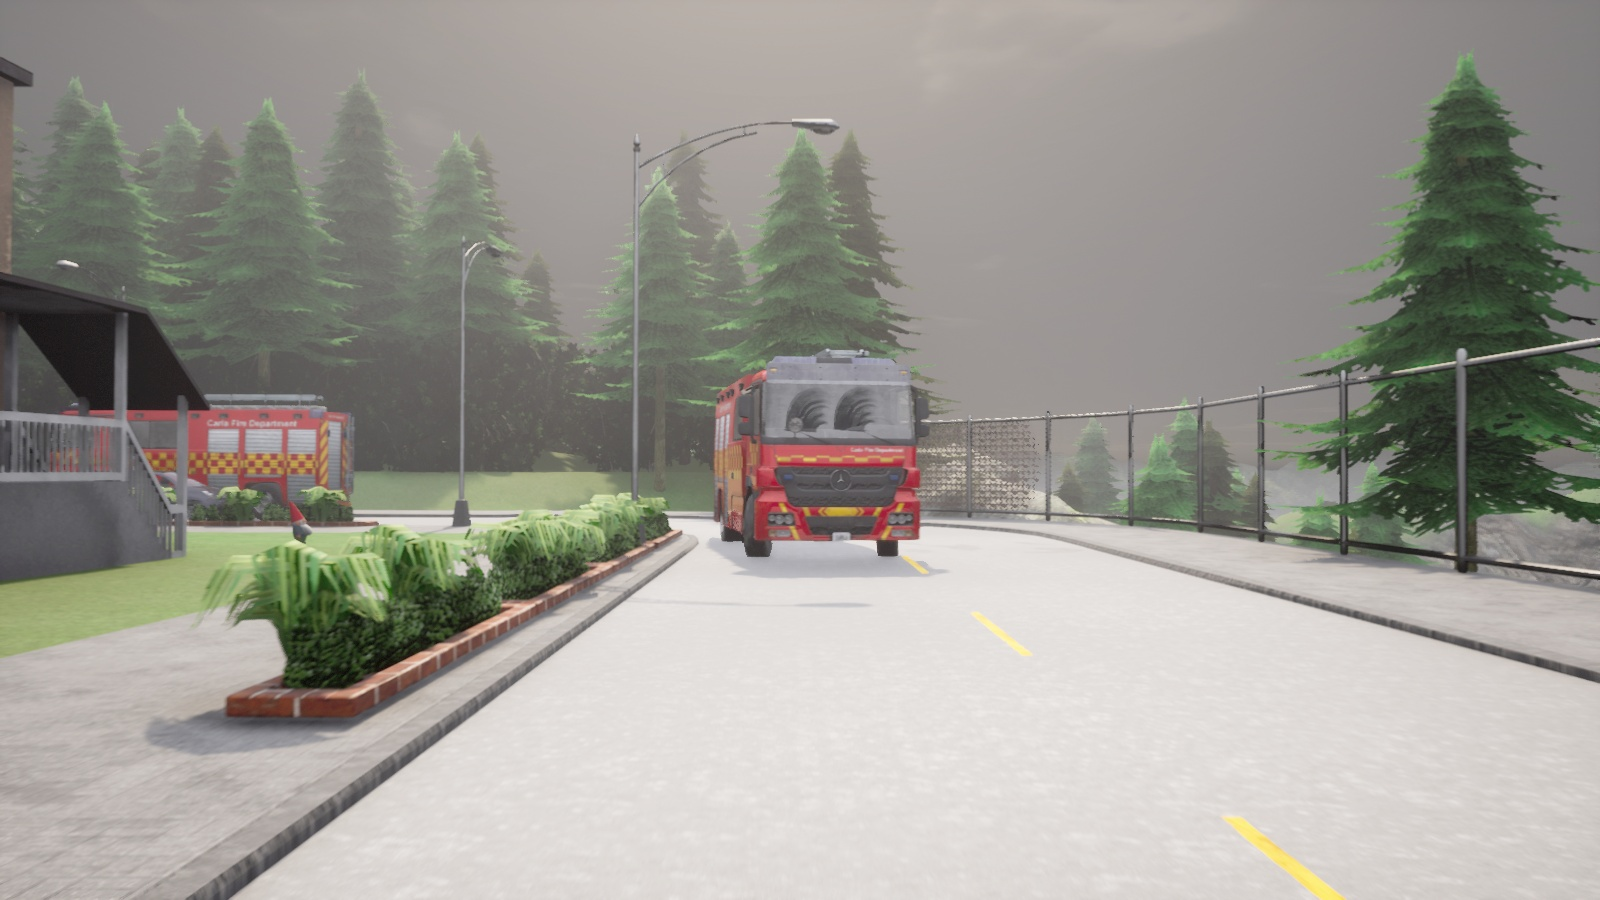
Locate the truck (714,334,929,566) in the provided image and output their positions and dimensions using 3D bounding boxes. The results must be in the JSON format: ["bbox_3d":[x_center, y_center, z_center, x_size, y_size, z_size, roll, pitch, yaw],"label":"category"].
[{"bbox_3d":[0.083,0.070,25.073,2.891,3.827,8.468,0,-1,-9],"label":"truck"}]

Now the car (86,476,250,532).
[{"bbox_3d":[-17.582,1.486,35.067,3.633,1.501,1.845,0,-1,0],"label":"car"}]

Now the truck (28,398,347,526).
[{"bbox_3d":[-18.879,0.380,39.100,8.468,3.827,2.891,0,-1,0],"label":"truck"}]
